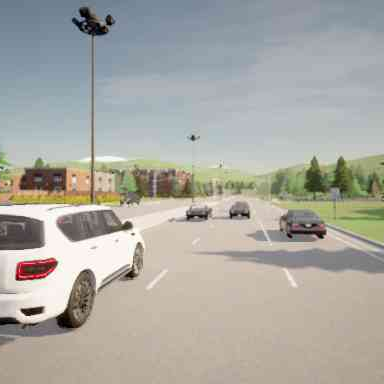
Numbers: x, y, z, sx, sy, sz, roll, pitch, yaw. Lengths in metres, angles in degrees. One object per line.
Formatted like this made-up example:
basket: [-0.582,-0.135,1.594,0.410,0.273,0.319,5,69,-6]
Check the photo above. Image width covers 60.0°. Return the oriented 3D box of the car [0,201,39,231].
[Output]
car: [-12.411,1.490,21.783,2.097,1.767,4.553,0,0,9]

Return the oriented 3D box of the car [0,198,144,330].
car: [-2.701,1.270,7.262,2.150,2.045,5.566,0,0,7]

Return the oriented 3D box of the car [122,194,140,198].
car: [-10.369,1.249,56.198,2.150,2.045,5.566,0,0,9]

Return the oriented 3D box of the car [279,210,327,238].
car: [5.999,1.676,18.452,2.033,1.411,5.357,0,0,9]

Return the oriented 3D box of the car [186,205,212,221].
car: [0.730,1.802,29.890,1.895,1.301,4.718,0,0,9]

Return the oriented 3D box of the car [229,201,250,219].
car: [4.581,1.818,31.812,1.895,1.301,4.718,0,0,9]

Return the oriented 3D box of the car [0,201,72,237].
car: [-9.221,1.477,19.577,2.097,1.767,4.553,0,0,9]

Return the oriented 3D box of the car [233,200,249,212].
car: [6.544,1.866,44.301,1.994,1.385,4.181,0,0,9]
